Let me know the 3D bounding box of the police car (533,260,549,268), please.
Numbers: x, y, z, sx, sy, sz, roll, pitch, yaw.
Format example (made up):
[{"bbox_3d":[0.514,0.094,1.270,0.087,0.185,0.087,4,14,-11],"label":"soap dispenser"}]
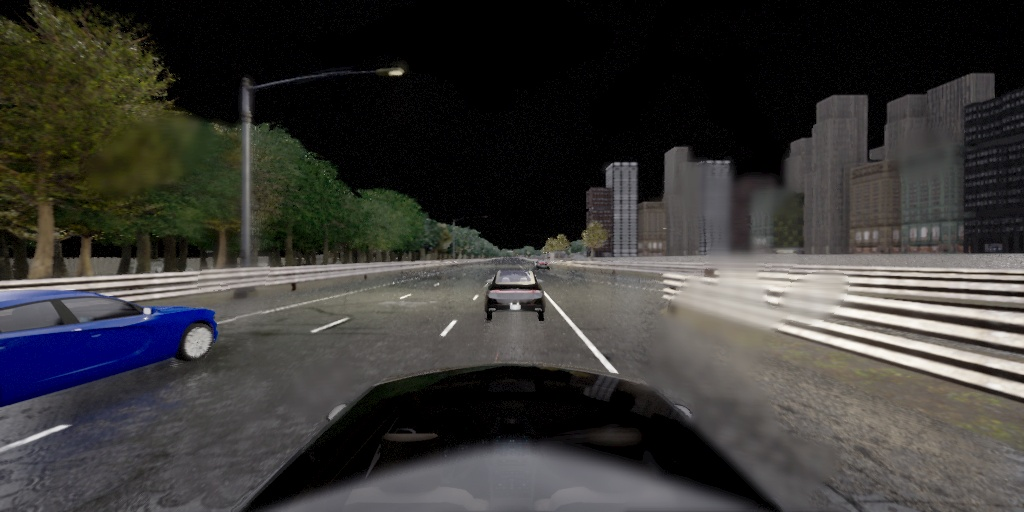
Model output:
[{"bbox_3d":[4.432,1.367,55.458,2.038,1.542,4.974,0,0,-5],"label":"police car"}]

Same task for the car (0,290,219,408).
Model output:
[{"bbox_3d":[-6.901,1.227,5.221,1.882,1.535,5.008,0,0,0],"label":"car"}]

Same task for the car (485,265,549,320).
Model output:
[{"bbox_3d":[0.095,1.240,12.615,2.128,1.511,4.902,0,0,0],"label":"car"}]
